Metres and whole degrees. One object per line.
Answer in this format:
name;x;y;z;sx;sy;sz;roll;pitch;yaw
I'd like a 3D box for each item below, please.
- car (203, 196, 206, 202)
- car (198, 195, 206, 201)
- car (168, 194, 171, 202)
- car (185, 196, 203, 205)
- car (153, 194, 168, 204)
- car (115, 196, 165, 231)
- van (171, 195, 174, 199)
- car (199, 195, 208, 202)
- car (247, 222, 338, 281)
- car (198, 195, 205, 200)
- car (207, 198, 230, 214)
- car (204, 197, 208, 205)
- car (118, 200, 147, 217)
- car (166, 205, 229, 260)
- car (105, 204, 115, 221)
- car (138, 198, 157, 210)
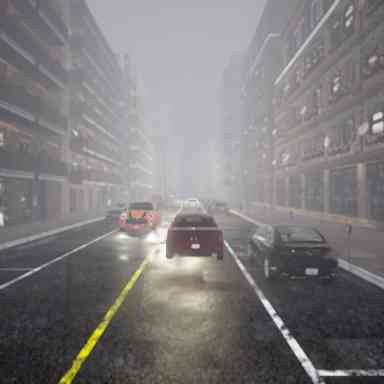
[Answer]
car;2.684;1.594;49.108;1.802;1.307;4.206;0;0;0
car;2.677;1.588;88.562;1.947;1.339;4.313;0;0;0
car;-5.699;1.542;65.849;1.752;1.417;4.829;0;0;0
car;0.093;1.536;41.142;1.812;1.442;4.674;0;0;0
car;-5.697;1.329;54.748;2.192;1.841;5.009;0;0;0
car;-3.101;1.358;20.756;2.097;1.767;4.553;0;0;0
van;-5.700;1.360;77.292;1.690;1.788;3.998;0;0;0
car;2.679;1.544;77.460;1.752;1.417;4.829;0;0;0
car;2.691;1.554;9.654;2.008;1.369;4.403;0;0;0
car;2.676;1.568;94.198;1.887;1.381;4.507;0;0;0
car;2.687;1.534;32.369;1.752;1.417;4.829;0;0;0
car;2.686;1.576;37.836;1.947;1.339;4.313;0;0;0
car;-5.694;1.560;32.202;2.008;1.369;4.403;0;0;0
car;0.070;1.482;12.486;1.882;1.535;5.008;0;0;-1
car;-5.693;1.558;26.566;2.008;1.369;4.403;0;0;0
car;-5.696;1.556;43.475;1.887;1.381;4.507;0;0;0
